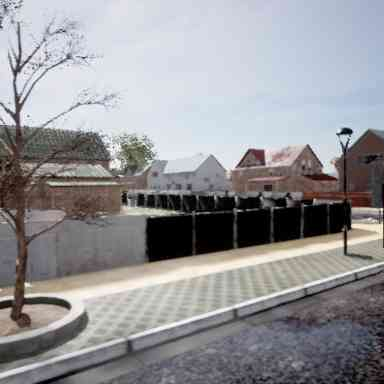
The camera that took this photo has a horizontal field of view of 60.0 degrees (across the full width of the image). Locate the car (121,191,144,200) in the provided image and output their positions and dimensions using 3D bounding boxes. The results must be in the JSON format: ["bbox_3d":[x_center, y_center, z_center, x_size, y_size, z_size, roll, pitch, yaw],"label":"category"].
[{"bbox_3d":[-10.568,0.549,58.636,2.128,1.511,4.902,-1,1,-34],"label":"car"}]

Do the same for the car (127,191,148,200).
[{"bbox_3d":[-7.408,0.701,49.112,2.128,1.511,4.902,-1,1,-34],"label":"car"}]

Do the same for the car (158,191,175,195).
[{"bbox_3d":[-4.127,0.668,49.320,2.128,1.511,4.902,-1,1,-34],"label":"car"}]
